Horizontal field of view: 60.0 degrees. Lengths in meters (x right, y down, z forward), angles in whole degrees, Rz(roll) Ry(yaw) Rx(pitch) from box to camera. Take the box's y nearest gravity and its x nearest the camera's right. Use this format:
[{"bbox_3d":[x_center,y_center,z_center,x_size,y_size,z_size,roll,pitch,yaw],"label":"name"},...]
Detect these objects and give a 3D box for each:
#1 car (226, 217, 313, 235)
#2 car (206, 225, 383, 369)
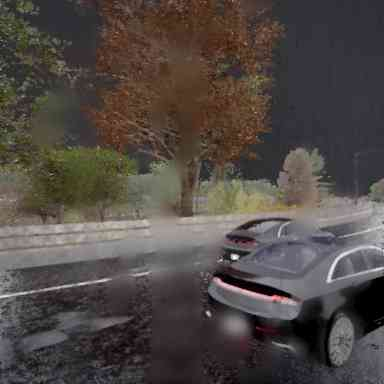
[{"bbox_3d":[3.038,1.597,10.874,4.892,1.490,1.837,1,0,-41],"label":"car"},{"bbox_3d":[2.474,1.544,5.868,4.902,1.511,2.128,0,-1,-38],"label":"car"}]
